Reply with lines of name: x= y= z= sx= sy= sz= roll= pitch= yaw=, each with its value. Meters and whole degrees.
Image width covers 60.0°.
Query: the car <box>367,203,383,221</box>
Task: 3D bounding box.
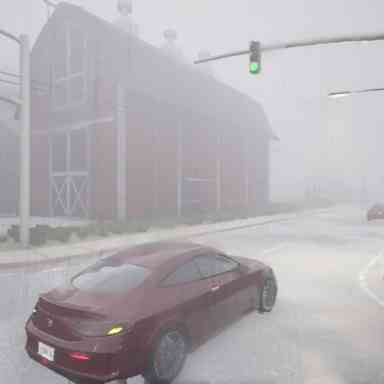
car: x=15.526 y=1.581 z=26.895 sx=1.994 sy=1.385 sz=4.181 roll=0 pitch=0 yaw=36

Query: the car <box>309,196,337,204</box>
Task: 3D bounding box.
car: x=21.948 y=1.492 z=56.448 sx=4.892 sy=1.490 sz=1.837 roll=0 pitch=0 yaw=40

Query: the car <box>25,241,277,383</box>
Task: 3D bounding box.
car: x=-0.214 y=1.549 z=5.450 sx=1.812 sy=1.442 sz=4.674 roll=0 pitch=0 yaw=36
